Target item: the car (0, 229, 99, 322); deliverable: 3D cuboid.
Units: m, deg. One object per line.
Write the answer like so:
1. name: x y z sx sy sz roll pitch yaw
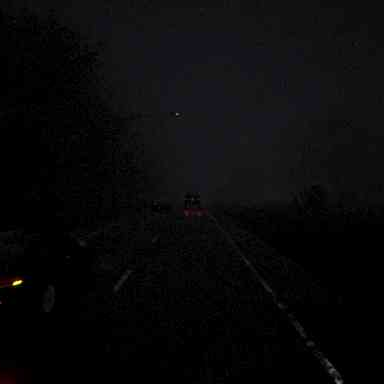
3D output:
1. car: -3.402 1.508 7.077 1.812 1.442 4.674 0 0 0

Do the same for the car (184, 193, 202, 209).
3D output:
1. car: 0.094 1.112 43.326 2.150 2.045 5.566 0 -1 1

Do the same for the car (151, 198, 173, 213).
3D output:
1. car: -3.139 1.393 35.178 1.882 1.535 5.008 0 0 2

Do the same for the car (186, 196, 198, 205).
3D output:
1. car: 0.004 1.396 55.193 1.812 1.442 4.674 0 0 0
